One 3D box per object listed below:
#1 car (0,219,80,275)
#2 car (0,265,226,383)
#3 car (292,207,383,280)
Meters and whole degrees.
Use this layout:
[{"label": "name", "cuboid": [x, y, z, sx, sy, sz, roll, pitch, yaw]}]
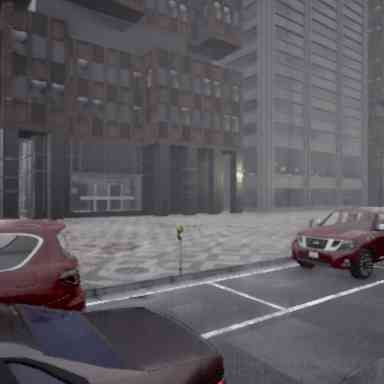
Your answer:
[{"label": "car", "cuboid": [-3.834, 1.306, 3.917, 5.009, 1.841, 2.192, 1, -1, -36]}, {"label": "car", "cuboid": [-2.167, 1.540, 1.831, 5.357, 1.411, 2.033, 1, 0, -36]}, {"label": "car", "cuboid": [5.344, 1.406, 10.477, 5.009, 1.841, 2.192, 1, -1, -36]}]
